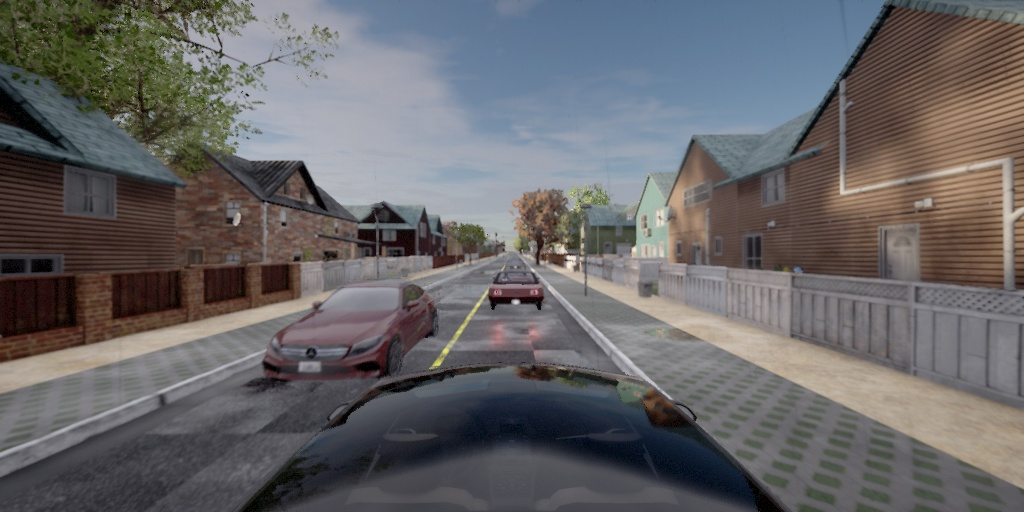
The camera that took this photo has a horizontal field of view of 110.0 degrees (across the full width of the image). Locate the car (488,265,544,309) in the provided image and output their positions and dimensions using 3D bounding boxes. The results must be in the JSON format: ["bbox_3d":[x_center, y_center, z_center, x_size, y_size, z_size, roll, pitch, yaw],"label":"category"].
[{"bbox_3d":[0.161,1.209,14.064,1.895,1.301,4.718,0,1,1],"label":"car"}]

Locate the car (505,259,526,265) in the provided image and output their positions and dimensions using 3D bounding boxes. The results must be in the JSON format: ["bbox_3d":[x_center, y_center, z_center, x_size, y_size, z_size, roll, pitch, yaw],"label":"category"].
[{"bbox_3d":[0.306,0.951,31.826,2.033,1.411,5.357,0,1,1],"label":"car"}]

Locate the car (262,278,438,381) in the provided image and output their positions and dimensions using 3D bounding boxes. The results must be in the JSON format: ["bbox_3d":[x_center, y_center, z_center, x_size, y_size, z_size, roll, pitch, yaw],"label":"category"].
[{"bbox_3d":[-2.715,1.215,7.178,1.812,1.442,4.674,0,1,0],"label":"car"}]
